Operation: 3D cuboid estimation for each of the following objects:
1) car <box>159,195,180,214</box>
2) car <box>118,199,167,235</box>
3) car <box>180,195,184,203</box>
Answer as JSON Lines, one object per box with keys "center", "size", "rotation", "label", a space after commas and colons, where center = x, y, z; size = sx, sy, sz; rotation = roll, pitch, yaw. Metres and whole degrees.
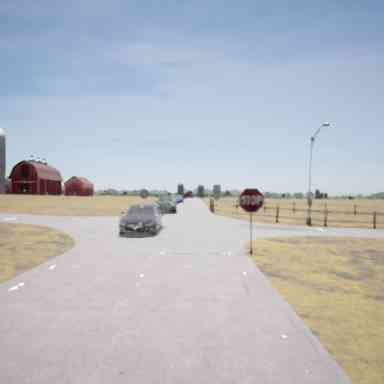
{"center": [-2.598, 1.174, 33.366], "size": [2.097, 1.767, 4.553], "rotation": [0, 0, 0], "label": "car"}
{"center": [-2.643, 1.389, 17.992], "size": [1.837, 1.490, 4.892], "rotation": [1, 1, 0], "label": "car"}
{"center": [-2.473, 1.266, 59.933], "size": [1.882, 1.535, 5.008], "rotation": [0, 2, 0], "label": "car"}
